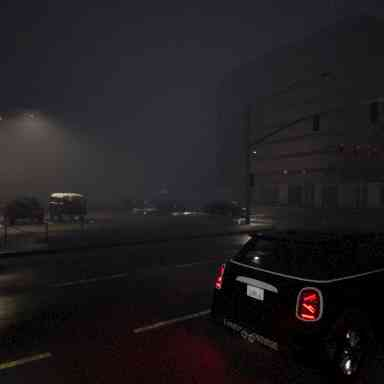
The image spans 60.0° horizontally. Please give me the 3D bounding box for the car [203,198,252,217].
[{"bbox_3d":[3.143,1.603,31.410,2.033,1.411,5.357,0,0,-35],"label":"car"}]

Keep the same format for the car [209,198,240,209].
[{"bbox_3d":[4.564,1.581,47.868,1.812,1.442,4.674,0,0,-35],"label":"car"}]

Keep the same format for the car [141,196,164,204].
[{"bbox_3d":[-7.818,1.603,65.328,2.033,1.411,5.357,0,0,-35],"label":"car"}]

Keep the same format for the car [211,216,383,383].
[{"bbox_3d":[2.574,1.352,5.637,4.553,1.767,2.097,0,0,-35],"label":"car"}]

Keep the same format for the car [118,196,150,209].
[{"bbox_3d":[-8.309,1.407,47.560,2.097,1.767,4.553,0,0,-35],"label":"car"}]

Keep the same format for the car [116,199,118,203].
[{"bbox_3d":[-13.980,1.619,67.962,1.994,1.385,4.181,0,0,-35],"label":"car"}]

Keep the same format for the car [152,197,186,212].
[{"bbox_3d":[-2.549,1.581,39.444,1.812,1.442,4.674,0,0,-36],"label":"car"}]

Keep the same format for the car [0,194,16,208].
[{"bbox_3d":[-31.741,1.209,56.446,1.932,1.855,4.605,0,0,-35],"label":"car"}]

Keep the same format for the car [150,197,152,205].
[{"bbox_3d":[-8.927,1.581,60.840,1.812,1.442,4.674,0,0,-36],"label":"car"}]
